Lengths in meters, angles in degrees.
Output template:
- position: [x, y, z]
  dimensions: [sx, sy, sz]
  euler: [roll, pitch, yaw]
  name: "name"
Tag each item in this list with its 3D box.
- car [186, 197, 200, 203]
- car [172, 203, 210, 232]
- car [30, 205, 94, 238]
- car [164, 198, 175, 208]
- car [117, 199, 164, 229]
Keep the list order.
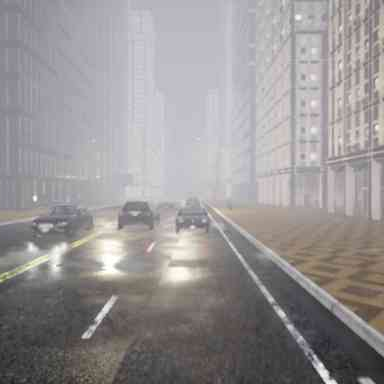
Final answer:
- position: [0.097, 1.397, 48.770]
  dimensions: [1.994, 1.385, 4.181]
  euler: [0, 0, 0]
  name: "car"
- position: [0.049, 1.520, 19.468]
  dimensions: [1.895, 1.301, 4.718]
  euler: [0, 0, 0]
  name: "car"
- position: [-6.508, 1.420, 17.185]
  dimensions: [2.128, 1.511, 4.902]
  euler: [0, 0, 0]
  name: "car"
- position: [-3.156, 1.451, 41.994]
  dimensions: [1.895, 1.301, 4.718]
  euler: [0, 0, 0]
  name: "car"
- position: [-3.191, 1.266, 20.828]
  dimensions: [2.097, 1.767, 4.553]
  euler: [0, 0, 0]
  name: "car"
